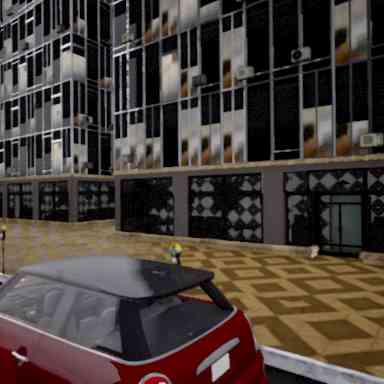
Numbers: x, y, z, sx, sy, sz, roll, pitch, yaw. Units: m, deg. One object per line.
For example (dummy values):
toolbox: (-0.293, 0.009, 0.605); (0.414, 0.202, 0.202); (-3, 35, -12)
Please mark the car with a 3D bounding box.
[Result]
car: (-1.346, 1.460, 3.835); (4.097, 1.590, 1.967); (0, -1, 35)
